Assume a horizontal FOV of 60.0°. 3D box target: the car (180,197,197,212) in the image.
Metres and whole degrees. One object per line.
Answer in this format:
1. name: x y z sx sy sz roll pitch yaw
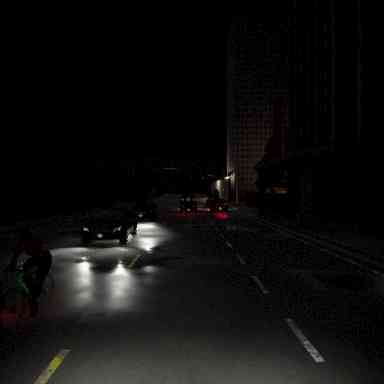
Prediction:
1. car: -0.374 1.601 37.737 1.895 1.301 4.718 0 0 -1

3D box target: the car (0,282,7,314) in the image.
1. car: -3.724 1.609 2.914 1.895 1.301 4.718 0 0 -2

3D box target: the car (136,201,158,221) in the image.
1. car: -3.838 1.492 27.234 2.128 1.511 4.902 0 0 -1

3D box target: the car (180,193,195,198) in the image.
1. car: -0.504 1.221 47.502 2.150 2.045 5.566 0 0 -1

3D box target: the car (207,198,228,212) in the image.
1. car: 3.089 1.505 38.726 1.837 1.490 4.892 0 0 0

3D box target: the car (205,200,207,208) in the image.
1. car: 2.932 1.526 47.978 1.812 1.442 4.674 0 0 0

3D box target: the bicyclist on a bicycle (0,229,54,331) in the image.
1. bicyclist on a bicycle: -2.904 1.464 5.973 0.582 1.620 1.656 3 1 6

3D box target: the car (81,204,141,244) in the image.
1. car: -3.790 1.525 15.916 1.812 1.442 4.674 0 0 -1
